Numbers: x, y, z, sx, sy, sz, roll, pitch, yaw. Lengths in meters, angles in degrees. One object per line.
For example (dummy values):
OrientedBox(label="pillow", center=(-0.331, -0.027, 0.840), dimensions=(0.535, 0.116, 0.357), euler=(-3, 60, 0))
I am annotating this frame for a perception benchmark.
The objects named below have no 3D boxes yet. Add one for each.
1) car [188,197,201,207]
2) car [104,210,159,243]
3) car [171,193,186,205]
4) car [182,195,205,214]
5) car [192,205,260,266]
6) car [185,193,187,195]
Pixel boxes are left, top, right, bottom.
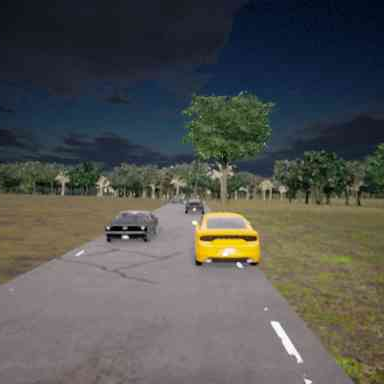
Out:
OrientedBox(label="car", center=(0.378, 1.461, 49.095), dimensions=(1.895, 1.301, 4.718), euler=(0, 0, 1))
OrientedBox(label="car", center=(-2.740, 1.553, 15.931), dimensions=(1.895, 1.301, 4.718), euler=(0, 0, 0))
OrientedBox(label="car", center=(-2.425, 1.373, 56.841), dimensions=(1.837, 1.490, 4.892), euler=(0, 0, 1))
OrientedBox(label="car", center=(0.279, 1.384, 34.169), dimensions=(1.837, 1.490, 4.892), euler=(0, 0, 1))
OrientedBox(label="car", center=(1.041, 1.447, 11.519), dimensions=(1.882, 1.535, 5.008), euler=(0, 0, 0))
OrientedBox(label="car", center=(-2.146, 1.170, 86.542), dimensions=(2.150, 2.045, 5.566), euler=(0, -1, 0))
